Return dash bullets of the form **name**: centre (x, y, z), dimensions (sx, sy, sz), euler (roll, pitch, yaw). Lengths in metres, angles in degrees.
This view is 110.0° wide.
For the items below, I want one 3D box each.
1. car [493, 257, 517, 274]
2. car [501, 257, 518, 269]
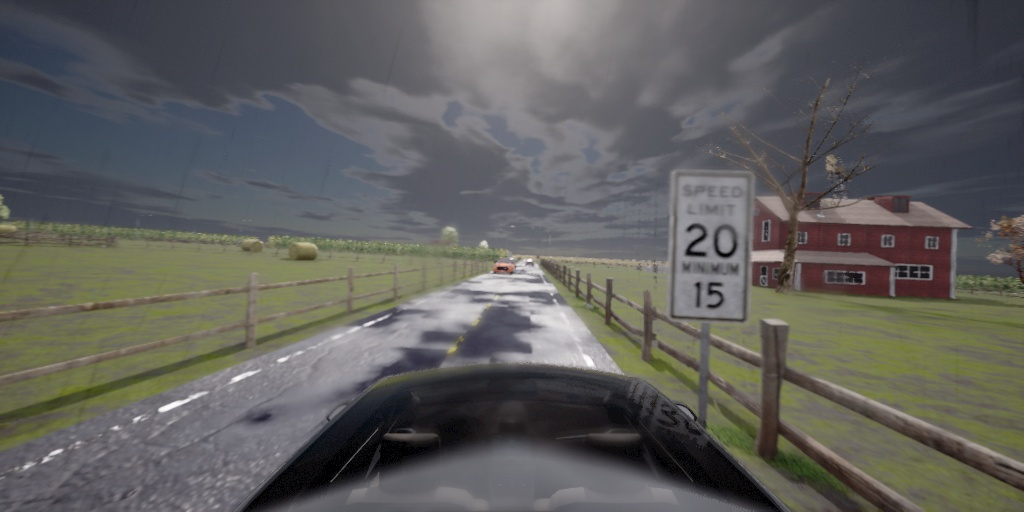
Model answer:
- **car**: centre (-0.869, 1.051, 40.169), dimensions (2.097, 1.767, 4.553), euler (2, 0, 3)
- **car**: centre (-0.252, 0.963, 51.926), dimensions (2.128, 1.511, 4.902), euler (2, 0, 3)
